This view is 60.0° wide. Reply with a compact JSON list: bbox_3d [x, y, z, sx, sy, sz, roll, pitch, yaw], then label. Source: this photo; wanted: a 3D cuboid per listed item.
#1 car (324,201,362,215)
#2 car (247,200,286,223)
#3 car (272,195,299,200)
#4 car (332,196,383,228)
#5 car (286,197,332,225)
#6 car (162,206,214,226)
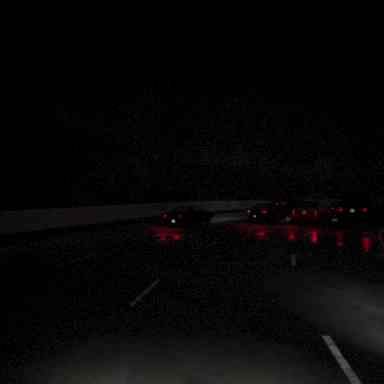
[{"bbox_3d":[16.801,1.722,36.902,4.181,1.385,1.994,0,0,-35],"label":"car"},{"bbox_3d":[6.093,1.629,26.911,1.812,1.442,4.674,0,0,36],"label":"car"},{"bbox_3d":[11.103,1.373,37.418,5.566,2.045,2.150,0,0,-40],"label":"car"},{"bbox_3d":[11.885,1.319,23.296,2.150,2.045,5.566,0,-1,38],"label":"car"},{"bbox_3d":[9.181,1.458,25.216,2.097,1.767,4.553,0,0,36],"label":"car"},{"bbox_3d":[-0.149,1.685,24.437,1.895,1.301,4.718,0,0,30],"label":"car"}]
